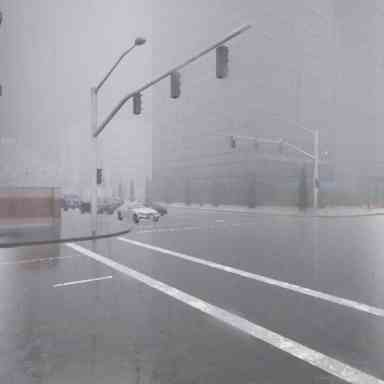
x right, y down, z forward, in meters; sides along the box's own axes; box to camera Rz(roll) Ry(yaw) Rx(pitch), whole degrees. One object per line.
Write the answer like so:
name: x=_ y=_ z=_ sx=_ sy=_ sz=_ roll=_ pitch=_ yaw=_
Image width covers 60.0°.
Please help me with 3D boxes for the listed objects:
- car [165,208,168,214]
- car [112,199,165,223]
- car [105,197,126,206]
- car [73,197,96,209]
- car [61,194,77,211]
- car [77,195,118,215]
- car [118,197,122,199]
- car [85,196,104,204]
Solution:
car: x=-4.402 y=1.547 z=32.049 sx=2.033 sy=1.411 sz=5.357 roll=0 pitch=0 yaw=-36
car: x=-4.294 y=1.526 z=25.887 sx=1.812 sy=1.442 sz=4.674 roll=0 pitch=0 yaw=-36
car: x=-13.048 y=1.526 z=56.497 sx=1.812 sy=1.442 sz=4.674 roll=0 pitch=0 yaw=-36
car: x=-15.406 y=1.526 z=47.447 sx=1.812 sy=1.442 sz=4.674 roll=0 pitch=0 yaw=-35
car: x=-15.112 y=1.221 z=41.003 sx=2.150 sy=2.045 sz=5.566 roll=0 pitch=0 yaw=-36
car: x=-9.518 y=1.352 z=33.187 sx=2.097 sy=1.767 sz=4.553 roll=0 pitch=0 yaw=-36
car: x=-9.779 y=1.352 z=39.563 sx=2.097 sy=1.767 sz=4.553 roll=0 pitch=0 yaw=-36
car: x=-19.014 y=1.492 z=64.832 sx=2.128 sy=1.511 sz=4.902 roll=0 pitch=0 yaw=-36
